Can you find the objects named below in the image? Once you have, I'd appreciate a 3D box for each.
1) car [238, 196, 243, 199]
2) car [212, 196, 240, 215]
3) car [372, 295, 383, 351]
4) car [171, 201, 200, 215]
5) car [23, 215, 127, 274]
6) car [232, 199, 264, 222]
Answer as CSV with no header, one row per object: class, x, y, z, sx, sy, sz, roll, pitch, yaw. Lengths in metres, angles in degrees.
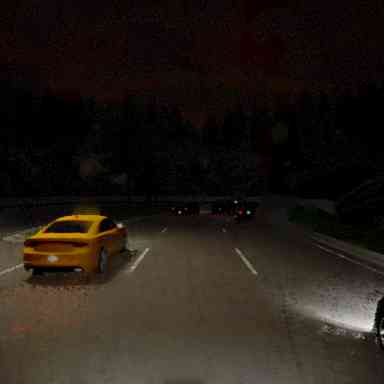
car,5.989,1.352,44.148,2.097,1.767,4.553,0,0,12
car,3.322,1.477,34.019,1.882,1.535,5.008,0,0,16
car,3.600,1.563,3.117,1.994,1.385,4.181,0,0,0
car,-0.541,1.600,33.364,1.895,1.301,4.718,0,0,16
car,-3.388,1.477,10.600,1.882,1.535,5.008,0,0,0
car,4.686,1.547,26.417,2.033,1.411,5.357,0,0,13
